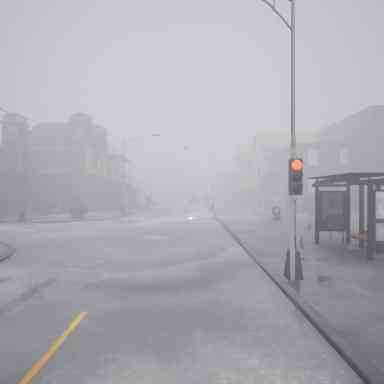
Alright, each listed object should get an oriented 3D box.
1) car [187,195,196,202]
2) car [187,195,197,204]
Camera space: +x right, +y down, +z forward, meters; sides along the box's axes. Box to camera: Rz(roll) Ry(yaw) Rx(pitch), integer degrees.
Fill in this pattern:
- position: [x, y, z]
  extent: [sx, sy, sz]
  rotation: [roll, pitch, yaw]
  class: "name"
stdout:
- position: [-0.117, 1.500, 77.293]
  extent: [1.837, 1.490, 4.892]
  rotation: [0, 0, 0]
  class: "car"
- position: [0.012, 1.547, 64.080]
  extent: [2.033, 1.411, 5.357]
  rotation: [0, 0, -1]
  class: "car"
